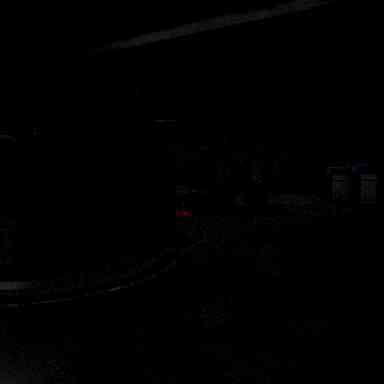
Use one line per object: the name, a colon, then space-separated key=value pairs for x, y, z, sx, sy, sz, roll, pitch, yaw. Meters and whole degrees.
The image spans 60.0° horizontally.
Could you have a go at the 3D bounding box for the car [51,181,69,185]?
car: x=-26.789 y=-1.260 z=65.468 sx=3.866 sy=1.878 sz=1.905 roll=2 pitch=2 yaw=35

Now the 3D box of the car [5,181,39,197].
car: x=-21.776 y=-0.468 z=42.440 sx=4.605 sy=1.855 sz=1.932 roll=2 pitch=2 yaw=35

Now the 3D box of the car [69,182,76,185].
car: x=-25.451 y=-1.286 z=68.080 sx=4.605 sy=1.855 sz=1.932 roll=2 pitch=2 yaw=35

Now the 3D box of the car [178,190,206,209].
car: x=0.580 y=0.777 z=31.157 sx=1.812 sy=1.442 sz=4.674 roll=2 pitch=2 yaw=36

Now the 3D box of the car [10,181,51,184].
car: x=-17.244 y=-0.181 z=35.223 sx=3.866 sy=1.878 sz=1.905 roll=2 pitch=2 yaw=35
